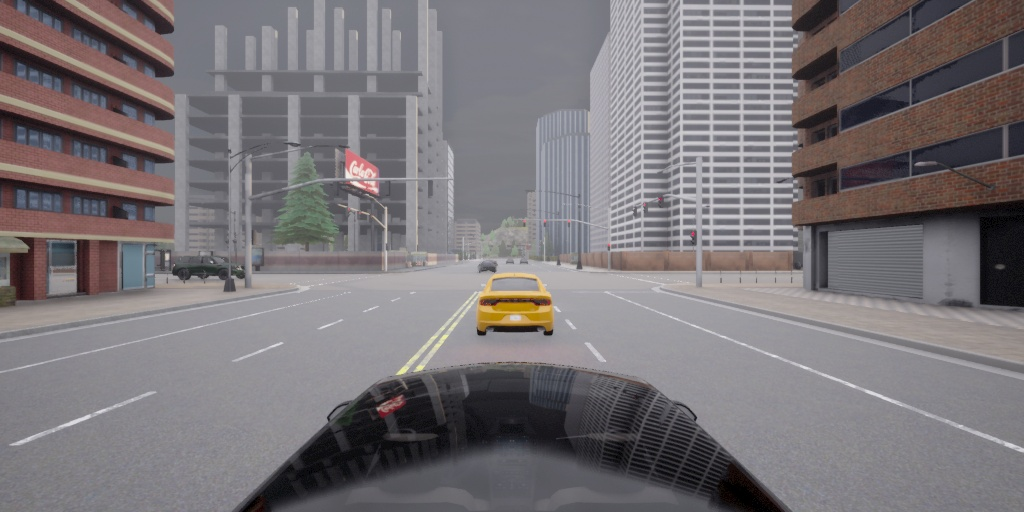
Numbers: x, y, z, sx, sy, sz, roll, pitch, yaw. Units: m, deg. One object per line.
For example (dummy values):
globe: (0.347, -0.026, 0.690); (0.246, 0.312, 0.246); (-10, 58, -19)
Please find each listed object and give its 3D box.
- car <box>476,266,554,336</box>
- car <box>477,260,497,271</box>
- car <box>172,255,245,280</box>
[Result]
car: (0.065, 1.228, 10.468); (1.882, 1.535, 5.008); (0, 0, 0)
car: (-2.991, 1.351, 41.713); (1.895, 1.301, 4.718); (0, 0, -11)
car: (-25.304, 0.972, 30.302); (5.566, 2.045, 2.150); (0, 0, -1)
